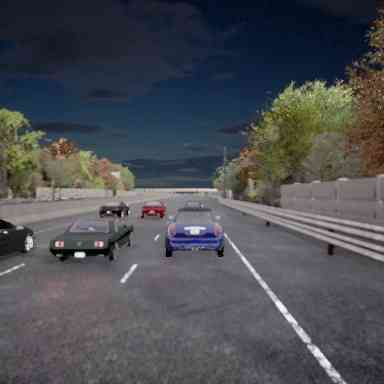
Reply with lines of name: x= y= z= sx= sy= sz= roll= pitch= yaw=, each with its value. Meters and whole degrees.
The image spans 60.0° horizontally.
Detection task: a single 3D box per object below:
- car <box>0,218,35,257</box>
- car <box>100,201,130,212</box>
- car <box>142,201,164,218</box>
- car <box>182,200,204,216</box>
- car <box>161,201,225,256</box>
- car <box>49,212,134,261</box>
car: x=-6.903 y=1.522 z=10.781 sx=1.837 sy=1.490 sz=4.892 roll=0 pitch=0 yaw=0
car: x=-6.902 y=1.535 z=30.076 sx=1.882 sy=1.535 sz=5.008 roll=0 pitch=0 yaw=0
car: x=-3.403 y=1.537 z=30.652 sx=1.882 sy=1.535 sz=5.008 roll=0 pitch=0 yaw=0
car: x=0.095 y=1.616 z=34.640 sx=2.033 sy=1.411 sz=5.357 roll=0 pitch=0 yaw=0
car: x=0.099 y=1.374 z=13.404 sx=2.097 sy=1.767 sz=4.553 roll=0 pitch=0 yaw=0
car: x=-3.398 y=1.621 z=12.318 sx=1.895 sy=1.301 sz=4.718 roll=0 pitch=0 yaw=0
